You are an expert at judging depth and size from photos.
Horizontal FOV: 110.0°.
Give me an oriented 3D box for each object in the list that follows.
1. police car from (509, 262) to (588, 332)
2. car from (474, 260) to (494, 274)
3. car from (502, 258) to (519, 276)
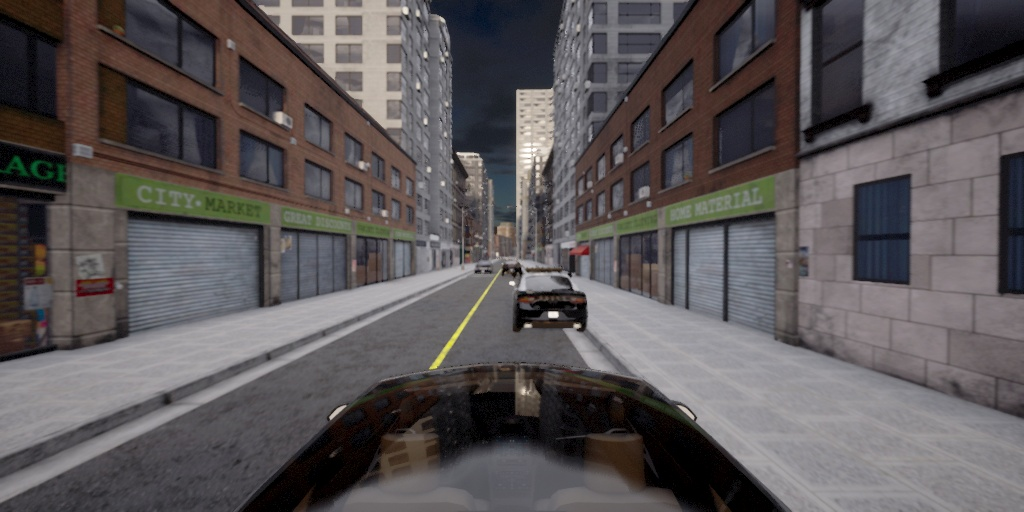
[{"bbox_3d":[0.948,1.139,10.863,1.930,1.638,5.238,0,0,0],"label":"police car"},{"bbox_3d":[-2.906,1.167,38.327,2.033,1.411,5.357,0,0,0],"label":"car"},{"bbox_3d":[-0.003,1.105,35.488,1.882,1.535,5.008,0,0,1],"label":"car"}]
